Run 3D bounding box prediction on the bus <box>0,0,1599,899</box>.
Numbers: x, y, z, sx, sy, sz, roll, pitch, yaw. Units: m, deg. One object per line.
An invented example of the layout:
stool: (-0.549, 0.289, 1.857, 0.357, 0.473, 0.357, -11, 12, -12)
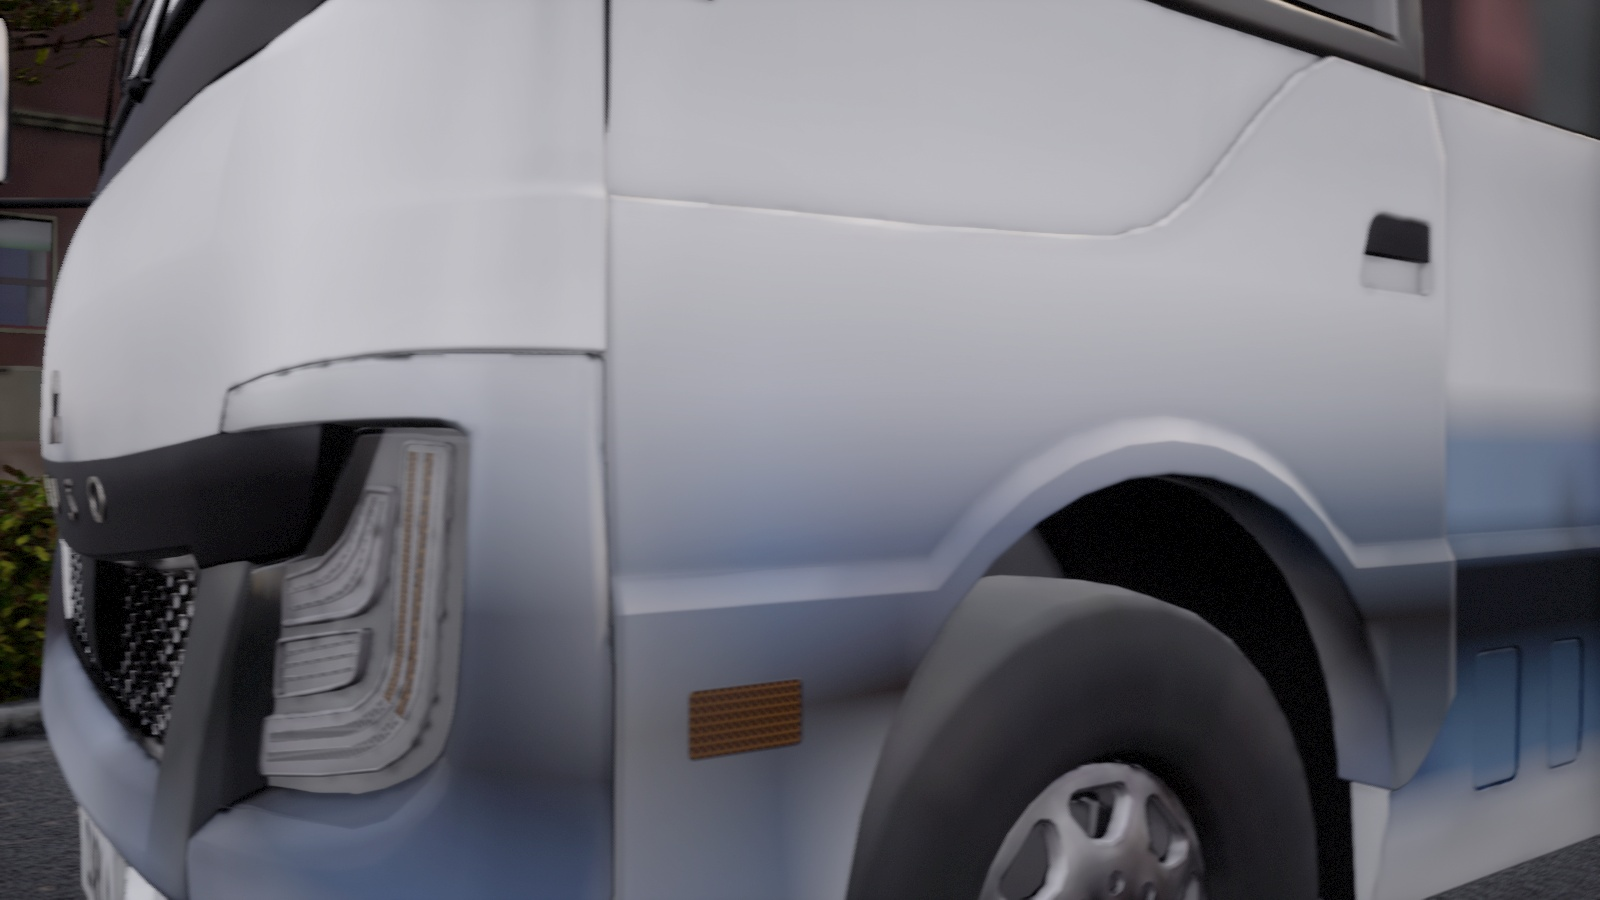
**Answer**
bus: (2.125, -0.609, 5.126, 10.273, 4.253, 3.944, 0, 0, -35)
